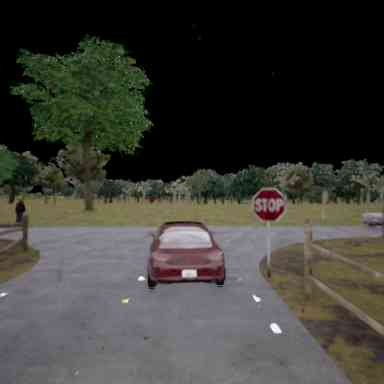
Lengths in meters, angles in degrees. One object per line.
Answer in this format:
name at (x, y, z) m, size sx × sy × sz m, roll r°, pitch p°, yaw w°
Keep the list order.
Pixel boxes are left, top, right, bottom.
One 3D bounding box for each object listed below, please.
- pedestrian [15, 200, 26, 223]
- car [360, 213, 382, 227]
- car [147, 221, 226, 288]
pedestrian at (-12.136, 1.390, 23.431) m, size 0.375 × 1.860 × 0.375 m, roll 0°, pitch -1°, yaw 0°
car at (12.996, 1.568, 20.382) m, size 4.718 × 1.301 × 1.895 m, roll 0°, pitch -1°, yaw 0°
car at (-0.259, 1.527, 9.179) m, size 1.812 × 1.442 × 4.674 m, roll 0°, pitch 0°, yaw -5°
